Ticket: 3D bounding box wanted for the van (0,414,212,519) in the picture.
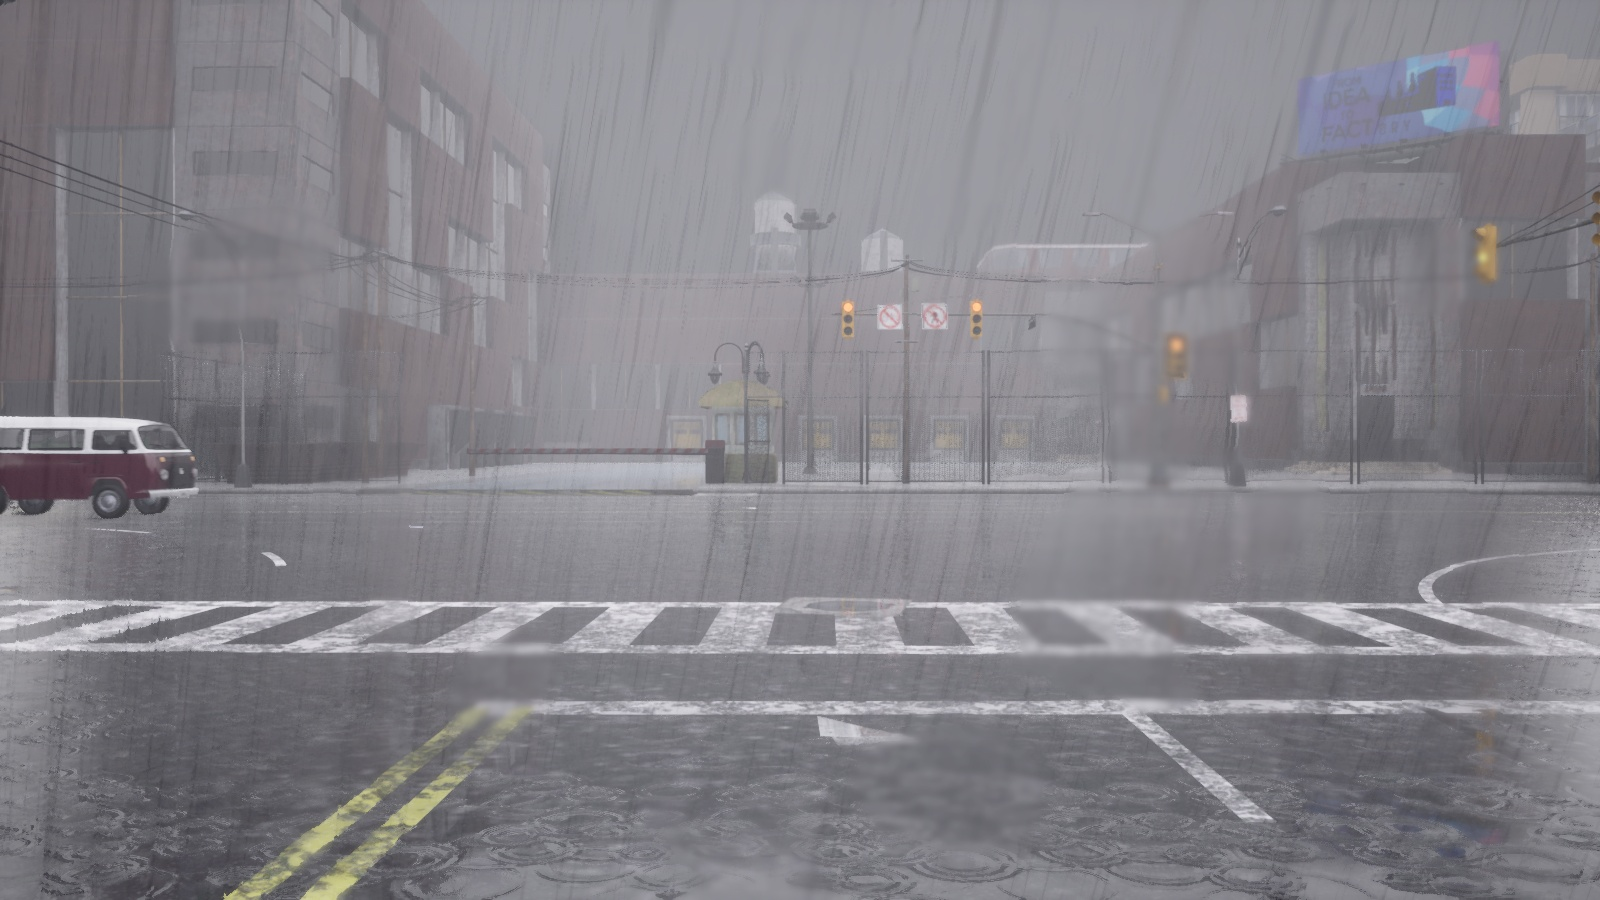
[{"bbox_3d":[-14.684,0.314,25.555,4.480,2.038,2.069,0,0,1],"label":"van"}]
